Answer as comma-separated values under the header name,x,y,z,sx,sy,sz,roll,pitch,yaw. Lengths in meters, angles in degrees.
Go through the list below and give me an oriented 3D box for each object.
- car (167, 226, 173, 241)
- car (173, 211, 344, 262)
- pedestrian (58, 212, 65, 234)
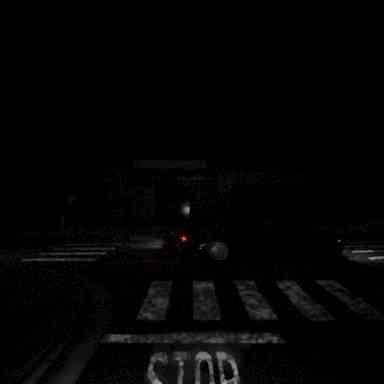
name,x,y,z,sx,sy,sz,roll,pitch,yaw
car,1.652,1.528,14.358,5.357,1.411,2.033,-1,-1,0
car,2.189,1.501,11.383,5.357,1.411,2.033,-1,0,0
pedestrian,-6.788,1.634,17.319,0.500,1.100,0.500,0,0,0
